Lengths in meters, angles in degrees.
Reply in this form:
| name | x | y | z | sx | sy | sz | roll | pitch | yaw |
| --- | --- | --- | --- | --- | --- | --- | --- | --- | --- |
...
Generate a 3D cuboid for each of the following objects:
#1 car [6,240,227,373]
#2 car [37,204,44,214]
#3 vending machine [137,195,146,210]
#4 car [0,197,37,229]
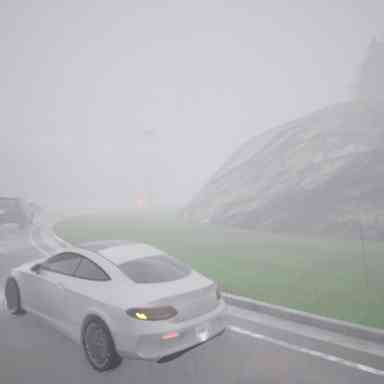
| name | x | y | z | sx | sy | sz | roll | pitch | yaw |
| --- | --- | --- | --- | --- | --- | --- | --- | --- | --- |
| car | -1.554 | 1.568 | 5.740 | 4.674 | 1.442 | 1.812 | 0 | 0 | 42 |
| car | -17.675 | 1.727 | 35.773 | 1.812 | 1.442 | 4.674 | 0 | 0 | 0 |
| vending machine | -7.550 | 1.572 | 49.693 | 1.100 | 2.100 | 0.880 | 0 | -1 | 23 |
| car | -12.251 | 1.344 | 22.571 | 2.150 | 2.045 | 5.566 | 0 | 0 | -19 |
